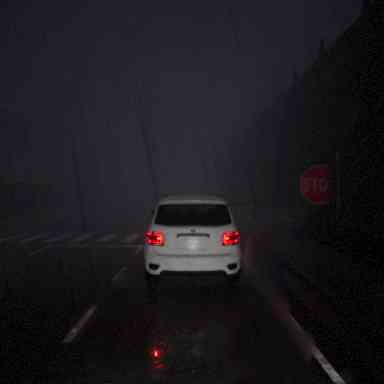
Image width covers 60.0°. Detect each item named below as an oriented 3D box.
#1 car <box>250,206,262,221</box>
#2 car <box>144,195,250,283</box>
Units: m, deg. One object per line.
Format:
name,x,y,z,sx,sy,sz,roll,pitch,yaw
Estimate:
car,2.587,1.192,21.859,4.674,1.442,1.812,-1,1,-39
car,-0.004,1.077,9.335,2.150,2.045,5.566,0,1,-1
